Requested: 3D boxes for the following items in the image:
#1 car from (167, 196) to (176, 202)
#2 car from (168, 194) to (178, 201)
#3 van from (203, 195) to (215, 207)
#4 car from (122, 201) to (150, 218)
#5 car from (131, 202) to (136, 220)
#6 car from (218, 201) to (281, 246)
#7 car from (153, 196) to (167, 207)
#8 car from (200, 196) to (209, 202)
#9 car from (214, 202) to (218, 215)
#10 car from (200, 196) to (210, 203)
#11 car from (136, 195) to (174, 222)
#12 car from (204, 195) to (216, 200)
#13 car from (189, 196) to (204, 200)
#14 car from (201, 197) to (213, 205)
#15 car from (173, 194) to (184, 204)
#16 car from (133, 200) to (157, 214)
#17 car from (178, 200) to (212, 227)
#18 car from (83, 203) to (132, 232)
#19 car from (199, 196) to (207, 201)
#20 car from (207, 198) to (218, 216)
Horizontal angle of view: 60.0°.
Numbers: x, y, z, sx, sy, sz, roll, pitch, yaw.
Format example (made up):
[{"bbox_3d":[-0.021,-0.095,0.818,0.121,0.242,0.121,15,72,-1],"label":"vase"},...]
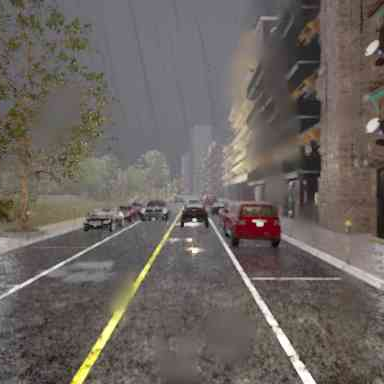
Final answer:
[{"bbox_3d":[-5.065,1.667,82.408,2.008,1.369,4.403,1,0,0],"label":"car"},{"bbox_3d":[-5.046,1.442,88.062,2.192,1.841,5.009,1,0,0],"label":"car"},{"bbox_3d":[2.737,1.409,54.830,1.690,1.788,3.998,1,0,0],"label":"van"},{"bbox_3d":[-5.214,1.582,31.522,1.887,1.381,4.507,1,0,0],"label":"car"},{"bbox_3d":[-5.231,1.612,25.869,1.802,1.307,4.206,1,0,0],"label":"car"},{"bbox_3d":[2.621,1.331,15.204,2.192,1.841,5.009,1,0,0],"label":"car"},{"bbox_3d":[-5.147,1.509,54.138,1.967,1.590,4.097,1,0,0],"label":"car"},{"bbox_3d":[2.801,1.672,77.473,1.947,1.339,4.313,1,0,0],"label":"car"},{"bbox_3d":[2.635,1.568,20.864,1.887,1.381,4.507,1,0,0],"label":"car"},{"bbox_3d":[2.784,1.641,71.812,1.887,1.381,4.507,1,0,0],"label":"car"},{"bbox_3d":[-2.771,1.382,26.244,2.097,1.767,4.553,0,0,0],"label":"car"},{"bbox_3d":[2.720,1.375,49.168,2.192,1.841,5.009,1,0,0],"label":"car"},{"bbox_3d":[0.223,1.506,41.657,1.801,1.575,5.366,0,0,0],"label":"car"},{"bbox_3d":[2.751,1.643,60.490,1.947,1.339,4.313,1,0,0],"label":"car"},{"bbox_3d":[-2.553,1.628,67.404,2.033,1.411,5.357,0,0,0],"label":"car"},{"bbox_3d":[-5.198,1.596,37.177,2.008,1.369,4.403,1,0,0],"label":"car"},{"bbox_3d":[0.170,1.530,23.297,1.837,1.490,4.892,0,0,0],"label":"car"},{"bbox_3d":[-5.247,1.574,20.214,2.008,1.369,4.403,1,0,0],"label":"car"},{"bbox_3d":[2.834,1.693,88.795,1.947,1.339,4.313,1,0,0],"label":"car"},{"bbox_3d":[2.668,1.603,32.186,1.947,1.339,4.313,1,0,0],"label":"car"}]
